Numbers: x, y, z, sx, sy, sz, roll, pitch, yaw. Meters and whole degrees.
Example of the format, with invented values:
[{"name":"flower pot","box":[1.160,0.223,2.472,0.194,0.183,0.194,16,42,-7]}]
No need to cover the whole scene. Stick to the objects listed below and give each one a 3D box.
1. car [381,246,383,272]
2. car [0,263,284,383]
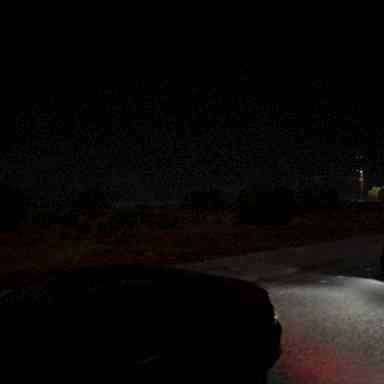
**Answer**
[{"name":"car","box":[7.152,1.375,9.079,4.553,1.767,2.097,0,0,-35]},{"name":"car","box":[-1.069,1.525,3.226,4.674,1.442,1.812,0,0,-35]}]
